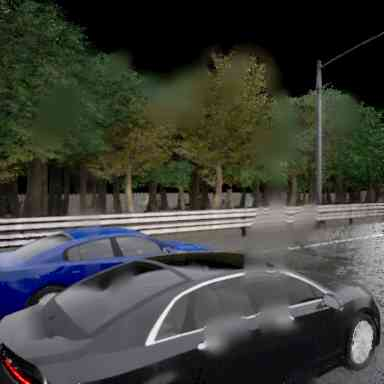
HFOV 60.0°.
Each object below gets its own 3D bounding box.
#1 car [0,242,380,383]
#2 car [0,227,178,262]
[{"bbox_3d":[0.403,1.503,4.036,4.892,1.490,1.837,0,0,-35],"label":"car"},{"bbox_3d":[-1.605,1.476,6.903,5.008,1.535,1.882,0,0,-35],"label":"car"}]
